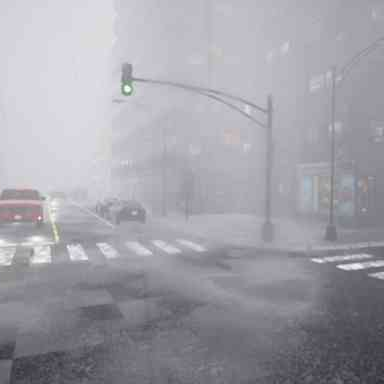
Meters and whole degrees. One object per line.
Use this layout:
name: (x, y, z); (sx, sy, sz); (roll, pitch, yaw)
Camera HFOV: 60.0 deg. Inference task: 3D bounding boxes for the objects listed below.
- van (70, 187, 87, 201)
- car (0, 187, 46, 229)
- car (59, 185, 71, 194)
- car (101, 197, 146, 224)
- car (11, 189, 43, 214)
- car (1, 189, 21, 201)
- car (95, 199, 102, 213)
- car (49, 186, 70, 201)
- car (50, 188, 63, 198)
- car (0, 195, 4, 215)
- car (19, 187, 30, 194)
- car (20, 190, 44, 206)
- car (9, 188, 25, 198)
van: (-15.556, 0.279, 46.186); (1.690, 1.788, 3.998); (2, 1, -24)
car: (-9.304, 0.764, 18.117); (2.150, 2.045, 5.566); (1, 1, -25)
car: (-29.272, -0.550, 76.656); (2.192, 1.841, 5.009); (2, 1, -24)
car: (-4.131, 1.175, 20.795); (1.947, 1.339, 4.313); (2, 1, -24)
car: (-13.187, 0.664, 26.864); (2.097, 1.767, 4.553); (1, 1, -24)
car: (-23.219, 0.396, 42.782); (1.947, 1.339, 4.313); (2, 1, -24)
car: (-6.418, 1.057, 25.874); (1.802, 1.307, 4.206); (2, 1, -24)
car: (-18.536, 0.351, 46.216); (1.882, 1.535, 5.008); (1, 1, -24)
car: (-22.670, 0.136, 55.398); (1.837, 1.490, 4.892); (1, 1, -24)
car: (-14.073, 0.912, 22.468); (1.887, 1.381, 4.507); (2, 1, -24)
car: (-36.937, -0.428, 73.254); (1.887, 1.381, 4.507); (2, 1, -24)
car: (-17.260, 0.562, 36.074); (2.128, 1.511, 4.902); (1, 1, -24)
car: (-27.792, 0.128, 52.939); (1.947, 1.339, 4.313); (2, 1, -24)
